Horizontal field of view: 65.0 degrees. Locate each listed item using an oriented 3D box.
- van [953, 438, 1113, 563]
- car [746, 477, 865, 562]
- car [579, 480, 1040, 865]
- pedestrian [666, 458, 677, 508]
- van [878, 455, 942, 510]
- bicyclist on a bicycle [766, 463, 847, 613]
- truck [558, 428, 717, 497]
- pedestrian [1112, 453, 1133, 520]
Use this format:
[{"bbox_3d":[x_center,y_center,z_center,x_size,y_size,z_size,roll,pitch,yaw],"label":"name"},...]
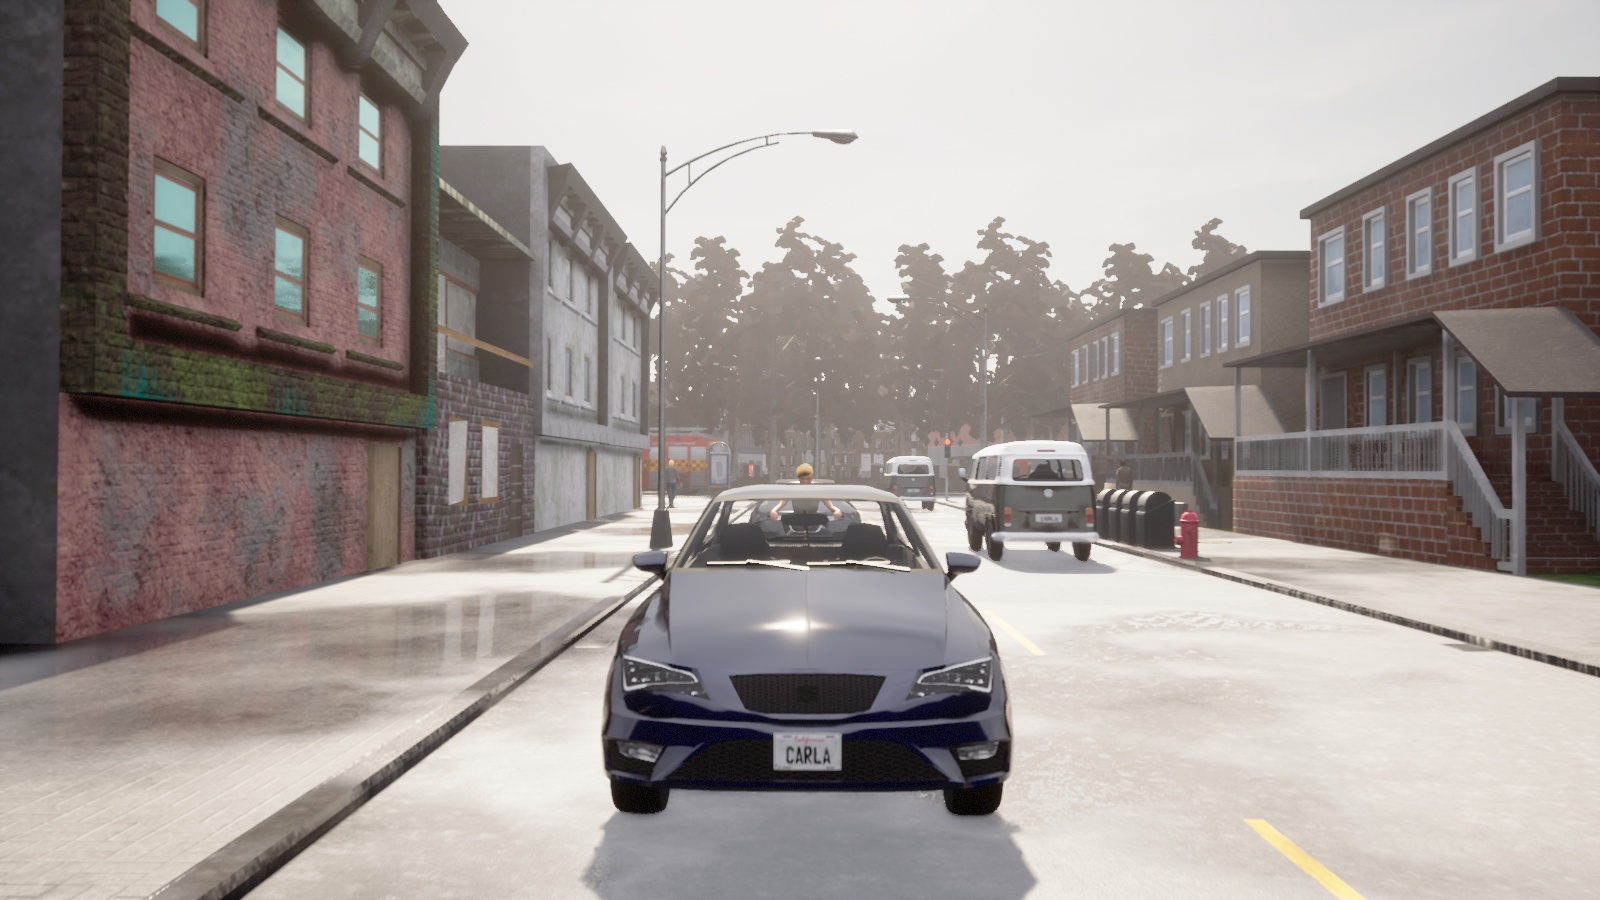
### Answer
[{"bbox_3d":[4.097,0.857,22.854,2.069,2.038,4.480,0,-1,0],"label":"van"},{"bbox_3d":[0.100,1.220,23.250,1.994,1.385,4.181,0,-1,0],"label":"car"},{"bbox_3d":[0.041,0.930,7.065,1.816,1.474,4.193,0,-1,0],"label":"car"},{"bbox_3d":[-4.780,1.234,46.822,0.354,1.836,0.706,0,-1,-3],"label":"pedestrian"},{"bbox_3d":[4.192,1.237,48.512,2.069,2.038,4.480,0,-1,0],"label":"van"},{"bbox_3d":[0.068,0.959,14.264,0.866,1.612,1.509,0,-1,0],"label":"bicyclist on a bicycle"},{"bbox_3d":[-9.222,0.743,71.463,8.468,3.827,2.891,0,-1,11],"label":"truck"},{"bbox_3d":[8.759,0.992,34.161,0.328,1.805,0.869,0,-1,0],"label":"pedestrian"}]
